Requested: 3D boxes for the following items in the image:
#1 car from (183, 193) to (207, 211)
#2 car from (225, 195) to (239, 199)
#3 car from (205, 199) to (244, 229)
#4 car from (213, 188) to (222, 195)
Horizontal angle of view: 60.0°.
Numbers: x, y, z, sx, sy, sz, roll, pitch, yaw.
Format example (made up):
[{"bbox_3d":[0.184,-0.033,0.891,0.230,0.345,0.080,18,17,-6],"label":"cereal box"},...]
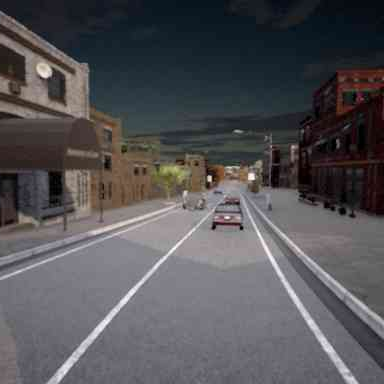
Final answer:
[{"bbox_3d":[0.338,0.928,34.461,2.097,1.767,4.553,1,1,8],"label":"car"},{"bbox_3d":[5.190,1.030,42.971,1.895,1.301,4.718,1,1,8],"label":"car"},{"bbox_3d":[2.215,1.400,20.447,2.033,1.411,5.357,1,1,7],"label":"car"},{"bbox_3d":[5.923,-0.180,75.917,1.882,1.535,5.008,1,2,8],"label":"car"}]
